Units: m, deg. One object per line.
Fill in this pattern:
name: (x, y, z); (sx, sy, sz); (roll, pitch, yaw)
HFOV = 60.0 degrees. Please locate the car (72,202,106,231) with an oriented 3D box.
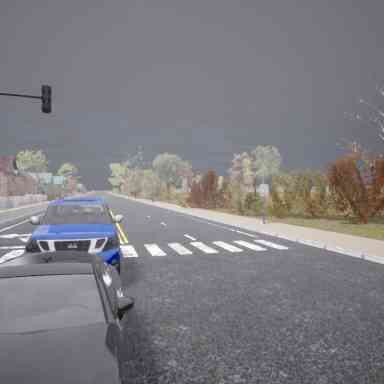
car: (-6.636, 1.468, 21.755); (1.882, 1.535, 5.008); (0, 0, -16)

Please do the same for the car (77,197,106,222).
car: (-8.219, 1.337, 27.482); (2.097, 1.767, 4.553); (0, 0, -16)

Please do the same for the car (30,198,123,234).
car: (-3.364, 1.218, 9.951); (2.150, 2.045, 5.566); (0, 0, -15)

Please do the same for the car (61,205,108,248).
car: (-5.045, 1.498, 16.016); (1.837, 1.490, 4.892); (0, 0, -15)

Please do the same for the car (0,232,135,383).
car: (-1.700, 1.524, 3.868); (1.812, 1.442, 4.674); (0, 0, -13)
